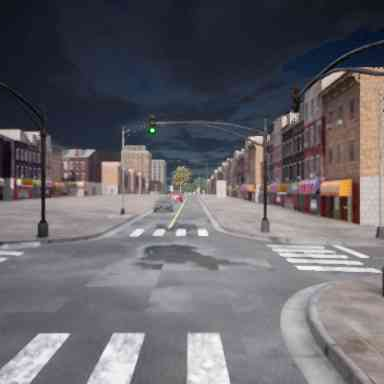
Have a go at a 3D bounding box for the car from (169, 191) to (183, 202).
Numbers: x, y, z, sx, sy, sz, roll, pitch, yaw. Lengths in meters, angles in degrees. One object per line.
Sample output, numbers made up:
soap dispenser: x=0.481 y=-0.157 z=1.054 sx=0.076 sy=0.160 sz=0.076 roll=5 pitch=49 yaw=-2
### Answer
car: x=-2.768 y=0.760 z=58.918 sx=2.150 sy=2.045 sz=5.566 roll=0 pitch=0 yaw=0

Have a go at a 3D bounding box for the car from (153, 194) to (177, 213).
car: x=-2.850 y=1.307 z=34.101 sx=1.837 sy=1.490 sz=4.892 roll=0 pitch=1 yaw=0
